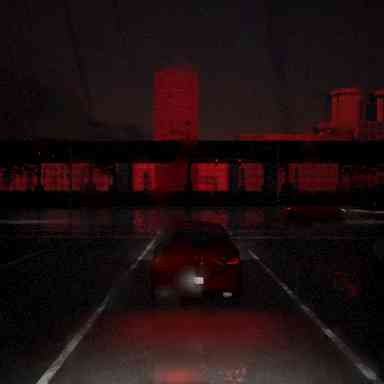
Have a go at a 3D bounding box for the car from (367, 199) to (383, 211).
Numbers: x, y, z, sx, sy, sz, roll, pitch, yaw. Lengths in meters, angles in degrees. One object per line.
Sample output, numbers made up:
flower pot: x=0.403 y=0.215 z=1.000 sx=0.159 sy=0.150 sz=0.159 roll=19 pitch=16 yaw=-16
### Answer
car: x=22.714 y=1.401 z=38.390 sx=4.674 sy=1.442 sz=1.812 roll=-1 pitch=0 yaw=1

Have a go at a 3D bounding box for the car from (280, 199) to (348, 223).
car: x=8.959 y=1.319 z=24.550 sx=4.553 sy=1.767 sz=2.097 roll=0 pitch=0 yaw=2

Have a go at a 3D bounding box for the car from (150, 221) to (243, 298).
car: x=0.091 y=1.478 z=8.592 sx=1.882 sy=1.535 sz=5.008 roll=0 pitch=0 yaw=0
